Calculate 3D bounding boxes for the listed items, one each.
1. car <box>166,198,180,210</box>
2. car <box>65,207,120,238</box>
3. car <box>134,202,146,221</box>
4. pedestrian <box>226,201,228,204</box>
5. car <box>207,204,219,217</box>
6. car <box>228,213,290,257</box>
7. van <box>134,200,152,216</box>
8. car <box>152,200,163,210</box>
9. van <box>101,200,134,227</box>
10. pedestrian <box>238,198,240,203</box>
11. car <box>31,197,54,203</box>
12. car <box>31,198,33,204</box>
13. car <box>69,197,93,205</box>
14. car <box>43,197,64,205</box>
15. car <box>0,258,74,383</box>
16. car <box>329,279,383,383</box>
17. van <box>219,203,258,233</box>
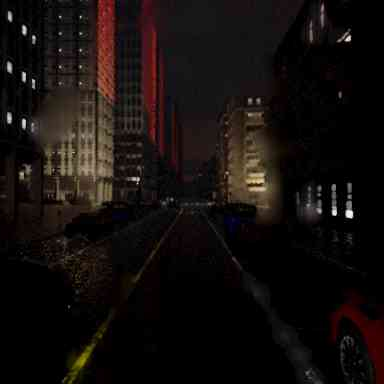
[{"bbox_3d":[-3.023,2.149,55.446,2.033,1.411,5.357,0,-1,0],"label":"car"},{"bbox_3d":[-5.695,1.768,18.981,1.947,1.339,4.313,0,-1,0],"label":"car"},{"bbox_3d":[-5.698,1.875,30.277,2.008,1.369,4.403,0,-1,0],"label":"car"},{"bbox_3d":[6.121,2.155,58.208,0.500,1.100,0.500,0,-1,0],"label":"pedestrian"},{"bbox_3d":[2.681,1.937,35.927,2.008,1.369,4.403,0,-1,0],"label":"car"},{"bbox_3d":[2.686,1.724,13.334,1.802,1.307,4.206,0,-1,0],"label":"car"},{"bbox_3d":[-5.700,1.726,35.928,1.690,1.788,3.998,0,-1,0],"label":"van"},{"bbox_3d":[-5.704,2.013,52.872,1.967,1.590,4.097,0,-1,0],"label":"car"},{"bbox_3d":[-5.698,1.604,24.631,1.690,1.788,3.998,0,-1,0],"label":"van"},{"bbox_3d":[8.121,1.959,57.610,0.375,1.860,0.375,0,-1,0],"label":"pedestrian"},{"bbox_3d":[-32.380,1.766,72.003,4.206,1.307,1.802,1,-2,0],"label":"car"},{"bbox_3d":[-32.293,1.420,63.632,5.009,1.841,2.192,1,-2,0],"label":"car"},{"bbox_3d":[-21.147,1.760,63.654,4.097,1.590,1.967,1,-2,0],"label":"car"},{"bbox_3d":[-26.724,1.794,63.637,4.206,1.307,1.802,1,-2,0],"label":"car"},{"bbox_3d":[-3.101,1.610,4.296,1.994,1.385,4.181,0,-1,0],"label":"car"},{"bbox_3d":[2.689,1.338,2.040,2.192,1.841,5.009,0,-1,0],"label":"car"},{"bbox_3d":[2.685,1.543,18.985,1.690,1.788,3.998,0,-1,0],"label":"van"}]
